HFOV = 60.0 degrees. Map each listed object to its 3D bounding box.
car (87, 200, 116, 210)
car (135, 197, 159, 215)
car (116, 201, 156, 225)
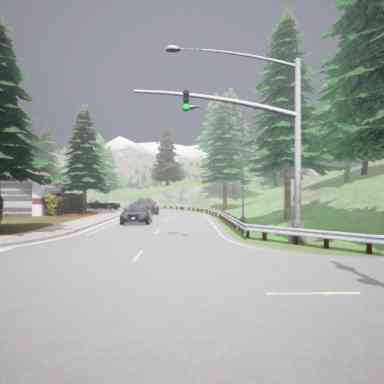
[{"bbox_3d":[-11.349,1.606,41.610,4.718,1.301,1.895,0,0,14],"label":"car"},{"bbox_3d":[-4.783,1.351,33.865,2.097,1.767,4.553,0,0,-19],"label":"car"},{"bbox_3d":[-3.960,1.563,24.073,1.994,1.385,4.181,0,0,-2],"label":"car"}]
